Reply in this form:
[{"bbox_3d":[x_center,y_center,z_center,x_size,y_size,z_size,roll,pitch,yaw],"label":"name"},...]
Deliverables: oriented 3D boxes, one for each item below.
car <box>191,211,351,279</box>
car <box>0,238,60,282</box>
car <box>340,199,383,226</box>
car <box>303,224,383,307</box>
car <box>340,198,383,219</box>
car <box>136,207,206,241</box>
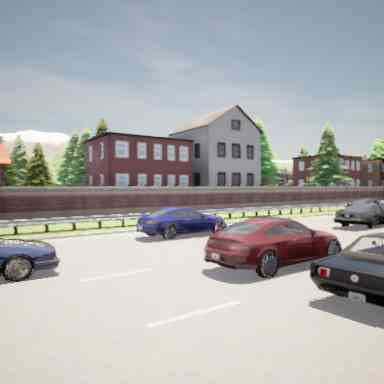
[{"bbox_3d":[2.463,1.454,9.803,4.674,1.442,1.812,-1,0,-35],"label":"car"},{"bbox_3d":[-6.138,1.552,7.968,5.357,1.411,2.033,-1,0,-36],"label":"car"},{"bbox_3d":[10.674,1.357,19.961,5.357,1.411,2.033,-1,0,-36],"label":"car"},{"bbox_3d":[4.691,1.527,7.092,4.718,1.301,1.895,-1,0,-35],"label":"car"},{"bbox_3d":[14.020,1.272,26.648,4.674,1.442,1.812,-1,0,-36],"label":"car"},{"bbox_3d":[-0.455,1.441,16.320,4.674,1.442,1.812,-1,0,-36],"label":"car"}]
